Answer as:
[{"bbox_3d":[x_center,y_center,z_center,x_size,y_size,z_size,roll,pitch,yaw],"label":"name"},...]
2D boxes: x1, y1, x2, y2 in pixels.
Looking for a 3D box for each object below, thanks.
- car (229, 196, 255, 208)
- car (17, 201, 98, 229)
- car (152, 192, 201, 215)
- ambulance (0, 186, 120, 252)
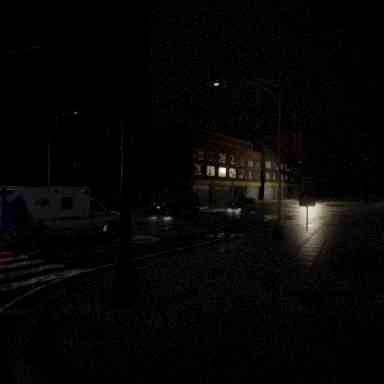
[{"bbox_3d":[6.473,1.250,42.785,2.128,1.511,4.902,1,1,36],"label":"car"},{"bbox_3d":[-8.602,1.383,21.664,1.812,1.442,4.674,1,1,35],"label":"car"},{"bbox_3d":[-1.360,1.034,31.822,2.150,2.045,5.566,1,0,36],"label":"car"},{"bbox_3d":[-5.877,0.994,14.092,2.351,2.431,6.366,1,1,35],"label":"ambulance"}]
